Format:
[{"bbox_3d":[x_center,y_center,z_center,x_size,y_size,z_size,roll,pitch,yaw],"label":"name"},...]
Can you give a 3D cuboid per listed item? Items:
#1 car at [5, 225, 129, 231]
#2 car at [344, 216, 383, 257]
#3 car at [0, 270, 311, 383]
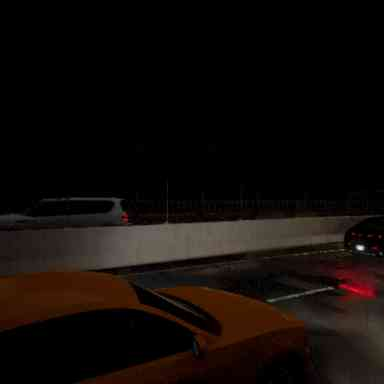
[{"bbox_3d":[-5.198,1.204,12.963,5.566,2.045,2.150,1,0,-33],"label":"car"},{"bbox_3d":[7.715,1.619,12.104,4.892,1.490,1.837,1,0,-27],"label":"car"},{"bbox_3d":[-1.036,1.473,2.871,5.008,1.535,1.882,1,0,-35],"label":"car"}]
